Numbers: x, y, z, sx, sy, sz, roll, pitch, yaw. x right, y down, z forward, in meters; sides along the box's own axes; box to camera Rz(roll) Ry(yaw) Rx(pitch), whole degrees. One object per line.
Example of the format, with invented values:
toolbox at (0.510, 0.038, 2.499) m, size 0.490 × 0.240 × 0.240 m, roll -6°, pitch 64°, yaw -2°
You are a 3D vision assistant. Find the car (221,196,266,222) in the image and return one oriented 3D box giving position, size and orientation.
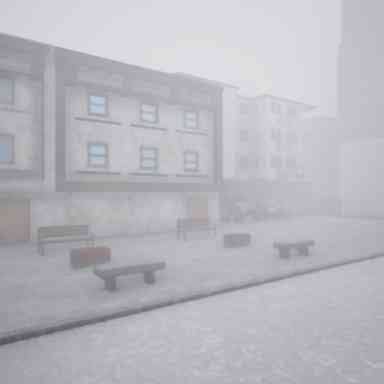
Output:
car at (3.513, 1.242, 25.523) m, size 1.905 × 1.878 × 3.866 m, roll 0°, pitch 0°, yaw -26°

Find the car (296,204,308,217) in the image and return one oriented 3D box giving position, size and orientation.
car at (8.220, 1.415, 29.346) m, size 1.816 × 1.474 × 4.193 m, roll 0°, pitch 0°, yaw -26°

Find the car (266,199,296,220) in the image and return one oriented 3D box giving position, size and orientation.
car at (5.902, 1.347, 27.515) m, size 2.242 × 1.667 × 4.611 m, roll 0°, pitch 0°, yaw -26°

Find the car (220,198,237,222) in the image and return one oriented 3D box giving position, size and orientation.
car at (1.318, 1.412, 24.453) m, size 1.845 × 1.501 × 3.633 m, roll 0°, pitch 0°, yaw -26°
